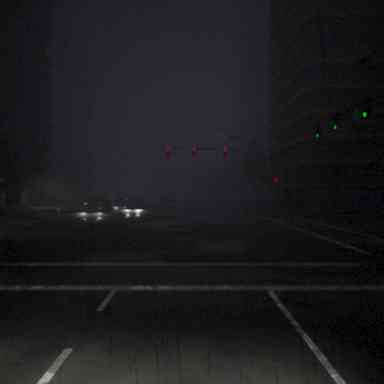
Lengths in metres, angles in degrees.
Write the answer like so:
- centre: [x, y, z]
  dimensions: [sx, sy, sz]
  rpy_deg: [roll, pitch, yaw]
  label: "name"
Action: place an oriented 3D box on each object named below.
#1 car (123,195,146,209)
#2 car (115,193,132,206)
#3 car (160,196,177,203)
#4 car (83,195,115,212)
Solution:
- centre: [-7.055, 1.466, 42.397]
  dimensions: [1.994, 1.385, 4.181]
  rpy_deg: [0, 0, 1]
  label: "car"
- centre: [-10.524, 1.107, 51.942]
  dimensions: [2.150, 2.045, 5.566]
  rpy_deg: [0, 0, 0]
  label: "car"
- centre: [-4.618, 1.441, 63.790]
  dimensions: [1.895, 1.301, 4.718]
  rpy_deg: [0, 0, -27]
  label: "car"
- centre: [-10.583, 1.266, 37.444]
  dimensions: [2.097, 1.767, 4.553]
  rpy_deg: [0, 0, 0]
  label: "car"
